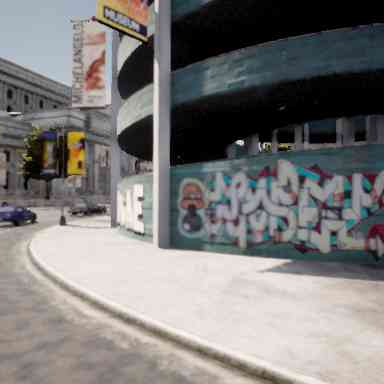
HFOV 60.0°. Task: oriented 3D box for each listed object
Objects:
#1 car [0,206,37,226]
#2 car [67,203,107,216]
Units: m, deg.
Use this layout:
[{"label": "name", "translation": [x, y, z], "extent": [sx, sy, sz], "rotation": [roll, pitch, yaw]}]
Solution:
[{"label": "car", "translation": [-13.631, 1.768, 25.586], "extent": [1.812, 1.442, 4.674], "rotation": [0, -1, -4]}, {"label": "car", "translation": [-11.900, 1.943, 38.060], "extent": [2.033, 1.411, 5.357], "rotation": [0, -1, 18]}]
